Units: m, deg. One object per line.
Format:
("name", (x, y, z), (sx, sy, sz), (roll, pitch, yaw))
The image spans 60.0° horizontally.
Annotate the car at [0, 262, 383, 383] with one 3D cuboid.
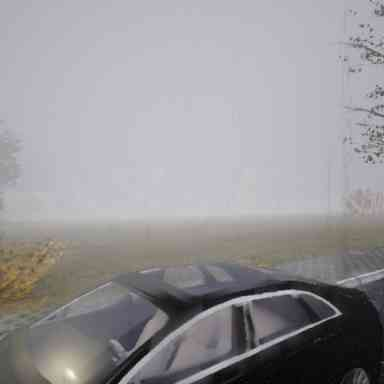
("car", (-0.201, 1.496, 2.928), (4.902, 1.511, 2.128), (0, 0, -36))
